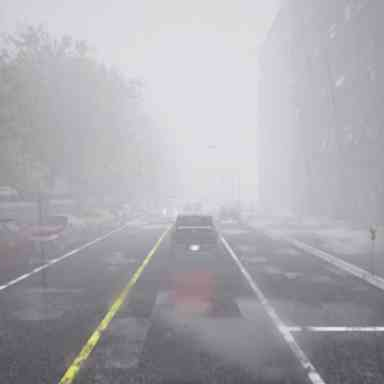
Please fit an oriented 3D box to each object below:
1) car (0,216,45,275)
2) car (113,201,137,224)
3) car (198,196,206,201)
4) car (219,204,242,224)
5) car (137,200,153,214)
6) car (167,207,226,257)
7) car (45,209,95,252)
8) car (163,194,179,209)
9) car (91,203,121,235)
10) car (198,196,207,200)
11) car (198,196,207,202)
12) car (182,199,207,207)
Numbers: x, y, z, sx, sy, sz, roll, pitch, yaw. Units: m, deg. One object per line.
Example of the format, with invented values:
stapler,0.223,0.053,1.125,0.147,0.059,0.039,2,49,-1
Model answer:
car,-5.692,1.460,8.390,1.967,1.590,4.097,0,0,0
car,-5.701,1.502,25.007,1.967,1.590,4.097,0,0,0
car,2.644,1.836,90.810,1.947,1.339,4.313,0,0,0
car,2.679,1.612,25.013,2.008,1.369,4.403,0,0,0
car,-5.784,1.642,36.082,2.008,1.369,4.403,0,0,0
car,0.091,1.535,13.019,1.837,1.490,4.892,0,0,0
car,-5.695,1.615,13.929,1.802,1.307,4.206,0,0,0
car,-3.027,1.334,48.968,2.150,2.045,5.566,0,0,0
car,-5.698,1.572,19.297,1.752,1.417,4.829,0,0,0
car,2.650,1.795,79.544,1.947,1.339,4.313,0,0,0
car,2.647,1.815,85.177,1.947,1.339,4.313,0,0,0
car,0.085,1.626,31.366,2.033,1.411,5.357,0,0,0
